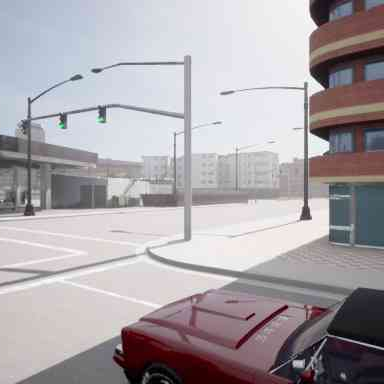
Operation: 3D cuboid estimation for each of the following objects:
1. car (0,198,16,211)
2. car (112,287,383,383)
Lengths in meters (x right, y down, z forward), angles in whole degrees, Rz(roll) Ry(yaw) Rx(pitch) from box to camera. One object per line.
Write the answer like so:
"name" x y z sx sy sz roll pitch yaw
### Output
"car" -22.368 1.456 38.855 3.806 1.475 1.970 0 0 36
"car" 1.498 1.601 2.905 4.718 1.301 1.895 0 0 36
